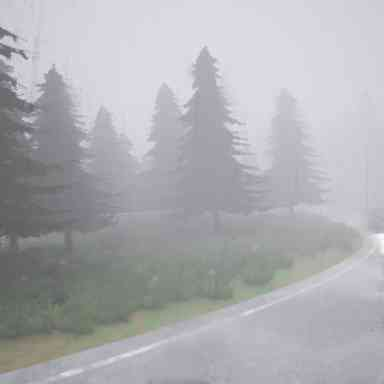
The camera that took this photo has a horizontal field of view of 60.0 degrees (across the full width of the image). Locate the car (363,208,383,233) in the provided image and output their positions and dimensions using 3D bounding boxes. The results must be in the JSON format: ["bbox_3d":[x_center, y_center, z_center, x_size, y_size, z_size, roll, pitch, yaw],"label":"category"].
[{"bbox_3d":[13.425,2.015,22.836,1.994,1.385,4.181,-3,-3,20],"label":"car"}]

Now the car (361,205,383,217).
[{"bbox_3d":[22.317,2.298,41.062,1.882,1.535,5.008,-4,-3,14],"label":"car"}]
